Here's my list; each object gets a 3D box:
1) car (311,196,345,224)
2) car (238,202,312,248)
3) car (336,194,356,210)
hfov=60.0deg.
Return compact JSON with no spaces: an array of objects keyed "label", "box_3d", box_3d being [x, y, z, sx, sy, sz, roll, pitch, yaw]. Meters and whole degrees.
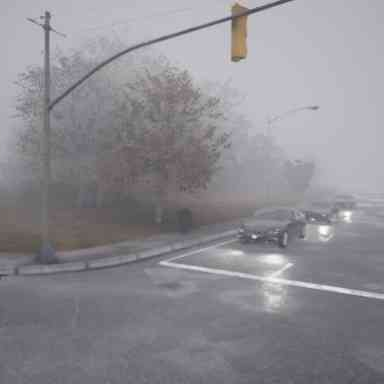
[{"label":"car","box_3d":[8.975,1.264,23.123,2.033,1.411,5.357,0,2,32]},{"label":"car","box_3d":[3.672,1.428,14.712,1.837,1.490,4.892,0,1,33]},{"label":"car","box_3d":[14.320,0.906,31.574,1.994,1.385,4.181,0,3,32]}]
